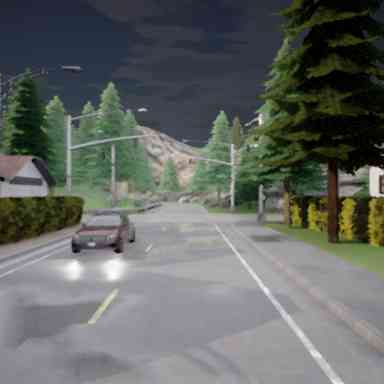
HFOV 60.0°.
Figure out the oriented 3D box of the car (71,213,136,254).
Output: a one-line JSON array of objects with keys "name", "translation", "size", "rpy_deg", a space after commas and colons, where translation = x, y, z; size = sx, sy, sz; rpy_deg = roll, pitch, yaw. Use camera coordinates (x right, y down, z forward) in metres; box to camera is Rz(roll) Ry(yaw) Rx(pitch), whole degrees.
[{"name": "car", "translation": [-3.552, 1.627, 14.146], "size": [1.812, 1.442, 4.674], "rpy_deg": [0, -1, 0]}]
